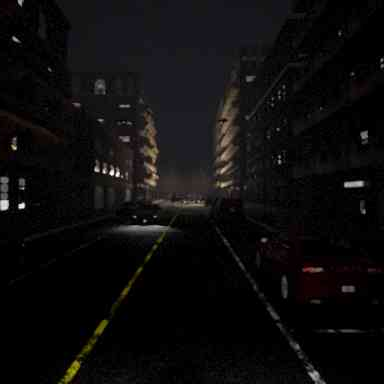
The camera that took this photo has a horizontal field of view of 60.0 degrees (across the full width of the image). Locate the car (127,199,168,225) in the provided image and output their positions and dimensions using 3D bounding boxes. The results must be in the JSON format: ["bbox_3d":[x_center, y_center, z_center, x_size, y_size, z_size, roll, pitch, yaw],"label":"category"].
[{"bbox_3d":[-3.097,1.524,24.479,2.033,1.411,5.357,0,0,0],"label":"car"}]

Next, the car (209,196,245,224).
[{"bbox_3d":[2.709,1.292,24.687,2.192,1.841,5.009,1,0,0],"label":"car"}]

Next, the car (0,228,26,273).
[{"bbox_3d":[-5.678,1.558,8.015,1.947,1.339,4.313,1,0,0],"label":"car"}]

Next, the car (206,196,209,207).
[{"bbox_3d":[2.710,1.287,30.257,2.192,1.841,5.009,1,0,0],"label":"car"}]

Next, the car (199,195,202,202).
[{"bbox_3d":[2.715,1.459,74.997,1.752,1.417,4.829,1,0,0],"label":"car"}]

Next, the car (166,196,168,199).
[{"bbox_3d":[-5.663,1.491,86.011,1.947,1.339,4.313,1,0,0],"label":"car"}]

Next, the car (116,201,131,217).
[{"bbox_3d":[-5.673,1.517,30.300,1.887,1.381,4.507,1,0,0],"label":"car"}]

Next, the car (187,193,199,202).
[{"bbox_3d":[0.013,1.282,64.692,1.812,1.442,4.674,0,0,0],"label":"car"}]

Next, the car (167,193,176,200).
[{"bbox_3d":[-5.658,1.236,91.581,2.192,1.841,5.009,1,0,0],"label":"car"}]

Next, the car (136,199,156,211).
[{"bbox_3d":[-5.672,1.544,41.442,1.802,1.307,4.206,1,0,0],"label":"car"}]

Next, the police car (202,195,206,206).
[{"bbox_3d":[3.008,1.380,50.847,1.930,1.638,5.238,0,0,0],"label":"police car"}]

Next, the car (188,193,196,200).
[{"bbox_3d":[0.017,1.095,86.818,2.097,1.767,4.553,0,0,0],"label":"car"}]

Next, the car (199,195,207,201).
[{"bbox_3d":[2.716,1.512,80.399,1.802,1.307,4.206,1,0,0],"label":"car"}]

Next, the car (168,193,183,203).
[{"bbox_3d":[-2.996,1.170,65.435,2.150,2.045,5.566,0,0,0],"label":"car"}]

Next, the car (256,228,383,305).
[{"bbox_3d":[2.703,1.537,7.973,1.887,1.381,4.507,1,0,0],"label":"car"}]

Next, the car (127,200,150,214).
[{"bbox_3d":[-5.673,1.549,35.870,1.802,1.307,4.206,1,0,0],"label":"car"}]
